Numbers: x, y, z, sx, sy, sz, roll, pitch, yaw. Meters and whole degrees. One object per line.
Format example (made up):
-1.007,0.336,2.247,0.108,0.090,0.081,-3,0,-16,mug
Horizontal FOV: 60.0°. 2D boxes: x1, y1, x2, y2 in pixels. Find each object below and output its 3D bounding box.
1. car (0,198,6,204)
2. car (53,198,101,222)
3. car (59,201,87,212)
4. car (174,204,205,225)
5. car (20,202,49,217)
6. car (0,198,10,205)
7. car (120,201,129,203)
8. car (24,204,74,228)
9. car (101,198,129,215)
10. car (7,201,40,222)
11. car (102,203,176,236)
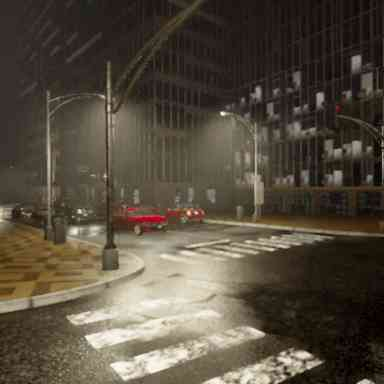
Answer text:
-45.238,2.060,77.955,1.887,1.381,4.507,-1,0,-41,car
-10.265,1.518,28.596,2.150,2.045,5.566,-1,0,-41,car
-15.695,1.884,43.748,1.947,1.339,4.313,-1,0,-41,car
-0.923,1.656,26.646,1.967,1.590,4.097,-1,0,-41,car
-17.634,1.911,37.170,1.994,1.385,4.181,-1,0,-40,car
-41.546,2.057,73.679,1.947,1.339,4.313,-1,0,-41,car
-4.616,1.824,30.921,1.802,1.307,4.206,-1,0,-41,car
-11.008,1.874,25.487,1.947,1.339,4.313,-1,0,-41,car
-8.313,1.582,35.193,2.192,1.841,5.009,-1,0,-41,car
-14.697,1.773,29.756,1.967,1.590,4.097,-1,0,-41,car
-3.447,1.726,20.703,1.882,1.535,5.008,-1,0,-41,car
